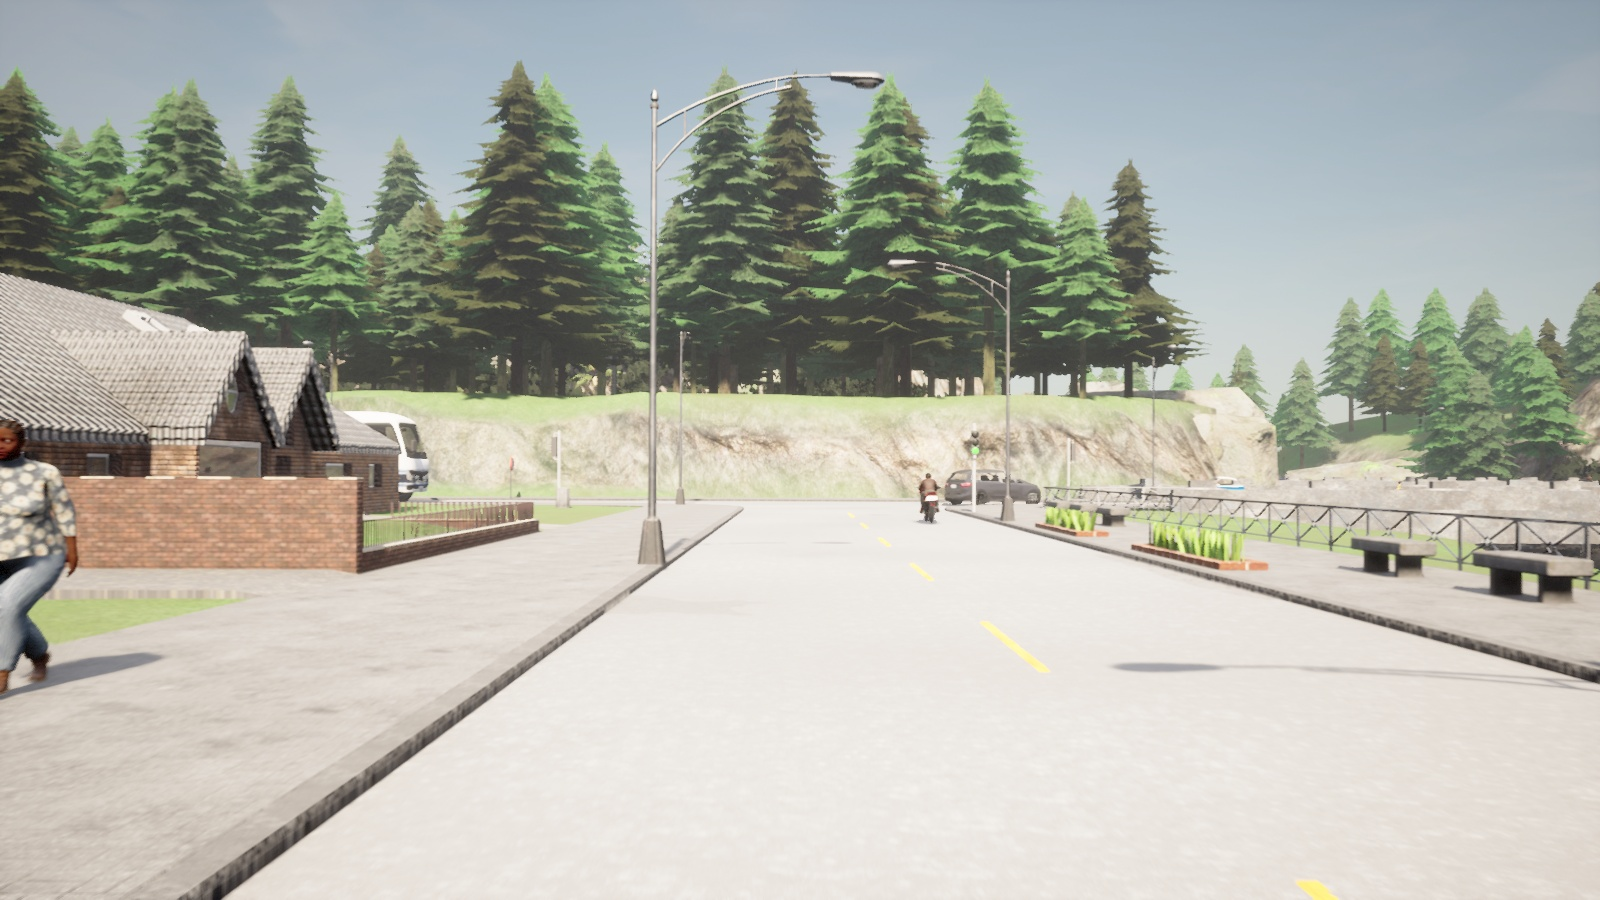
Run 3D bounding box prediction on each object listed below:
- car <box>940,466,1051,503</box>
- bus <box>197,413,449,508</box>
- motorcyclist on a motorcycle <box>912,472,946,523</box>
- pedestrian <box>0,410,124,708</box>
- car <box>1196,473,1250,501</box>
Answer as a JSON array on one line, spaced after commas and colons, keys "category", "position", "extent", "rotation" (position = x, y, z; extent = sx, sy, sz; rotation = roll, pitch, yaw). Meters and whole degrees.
[{"category": "car", "position": [9.092, 1.598, 58.313], "extent": [4.611, 1.667, 2.242], "rotation": [0, -1, -25]}, {"category": "bus", "position": [-22.071, 0.509, 58.678], "extent": [10.273, 4.253, 3.944], "rotation": [0, -1, 0]}, {"category": "motorcyclist on a motorcycle", "position": [3.910, 1.421, 38.208], "extent": [0.797, 1.523, 2.044], "rotation": [0, -1, 0]}, {"category": "pedestrian", "position": [-5.099, 0.683, 8.257], "extent": [0.874, 1.855, 0.900], "rotation": [0, -1, -6]}, {"category": "car", "position": [21.128, 1.835, 62.750], "extent": [2.207, 1.376, 1.481], "rotation": [0, -1, 0]}]
